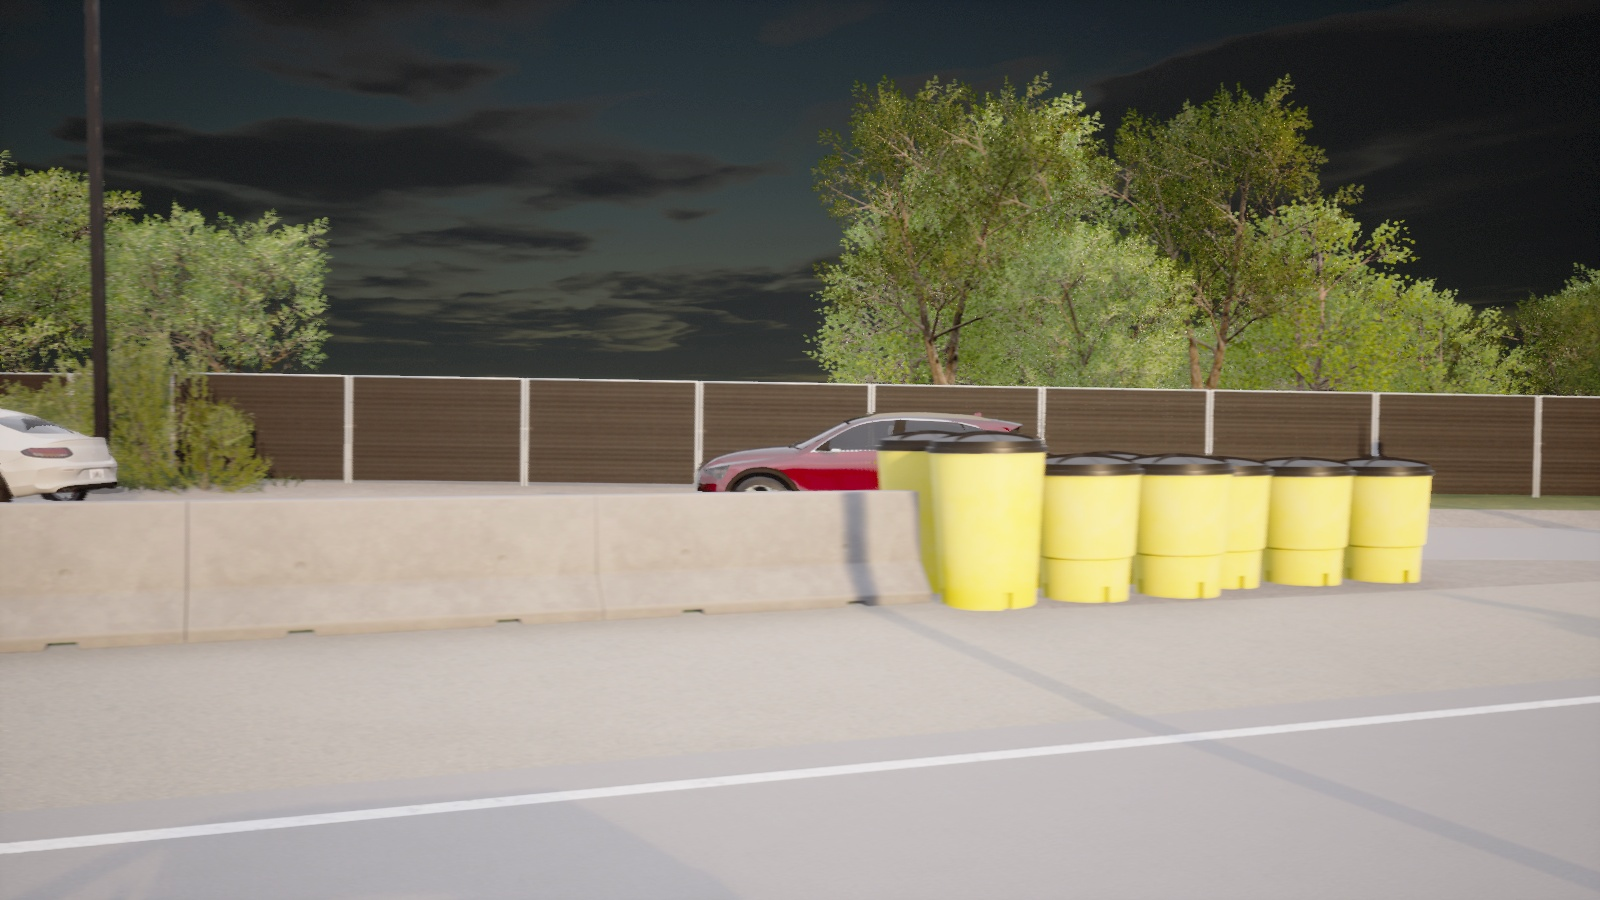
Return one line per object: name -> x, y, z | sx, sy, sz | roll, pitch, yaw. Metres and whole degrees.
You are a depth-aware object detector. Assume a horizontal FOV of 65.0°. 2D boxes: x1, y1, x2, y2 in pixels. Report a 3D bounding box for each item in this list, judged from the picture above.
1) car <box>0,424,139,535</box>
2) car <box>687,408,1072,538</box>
car -> -12.019, 0.370, 17.512 | 4.674, 1.442, 1.812 | 0, 2, 4
car -> 1.013, 0.268, 16.913 | 4.856, 1.649, 2.033 | 0, 1, 1
